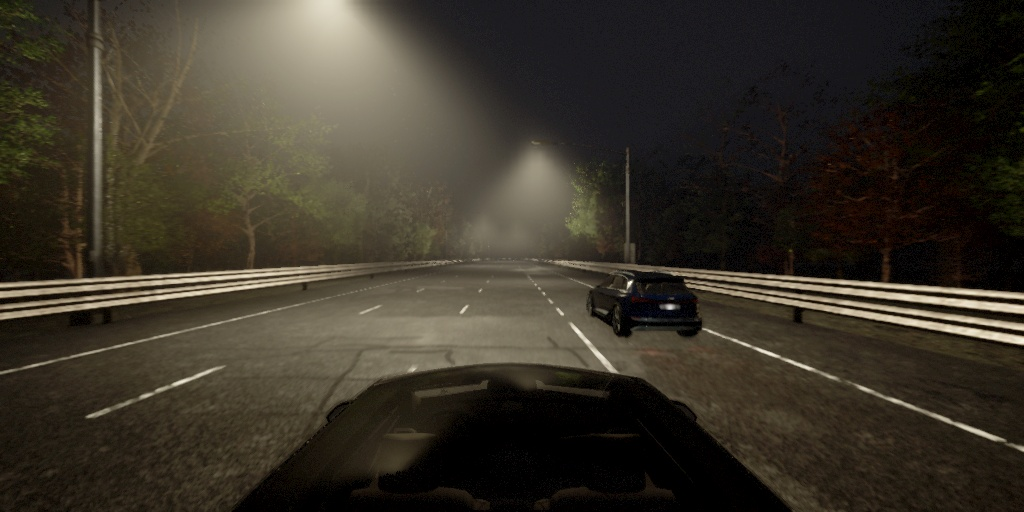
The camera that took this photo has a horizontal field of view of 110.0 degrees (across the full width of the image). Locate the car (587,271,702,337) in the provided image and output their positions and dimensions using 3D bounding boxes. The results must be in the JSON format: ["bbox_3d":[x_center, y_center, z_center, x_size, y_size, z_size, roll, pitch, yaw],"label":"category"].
[{"bbox_3d":[3.524,1.215,10.299,2.033,1.649,4.856,0,0,-1],"label":"car"}]
